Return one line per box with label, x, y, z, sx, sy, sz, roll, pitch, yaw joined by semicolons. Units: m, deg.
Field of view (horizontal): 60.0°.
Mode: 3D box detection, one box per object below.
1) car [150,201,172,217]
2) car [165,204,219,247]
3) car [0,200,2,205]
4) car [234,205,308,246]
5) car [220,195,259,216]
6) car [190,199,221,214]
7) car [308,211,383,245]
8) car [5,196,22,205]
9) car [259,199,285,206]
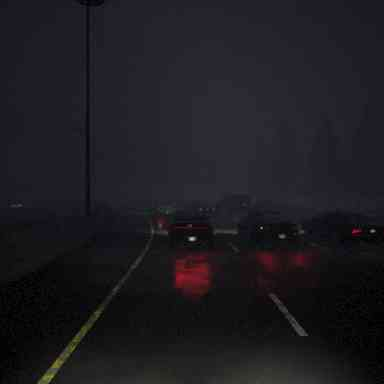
car;-2.693;1.533;30.785;1.812;1.442;4.674;0;0;-15
car;-0.139;1.517;14.957;1.837;1.490;4.892;0;0;-3
car;-35.081;1.516;58.373;5.008;1.535;1.882;0;0;43
car;3.355;1.533;15.164;1.812;1.442;4.674;0;0;-3
car;4.062;1.258;32.620;2.150;2.045;5.566;0;0;-15
car;0.688;1.564;31.688;2.033;1.411;5.357;0;0;-15
car;6.849;1.564;15.371;2.033;1.411;5.357;0;0;-3
car;-32.797;1.494;61.017;2.128;1.511;4.902;0;0;-45
car;7.451;1.485;33.494;1.882;1.535;5.008;0;0;-15
